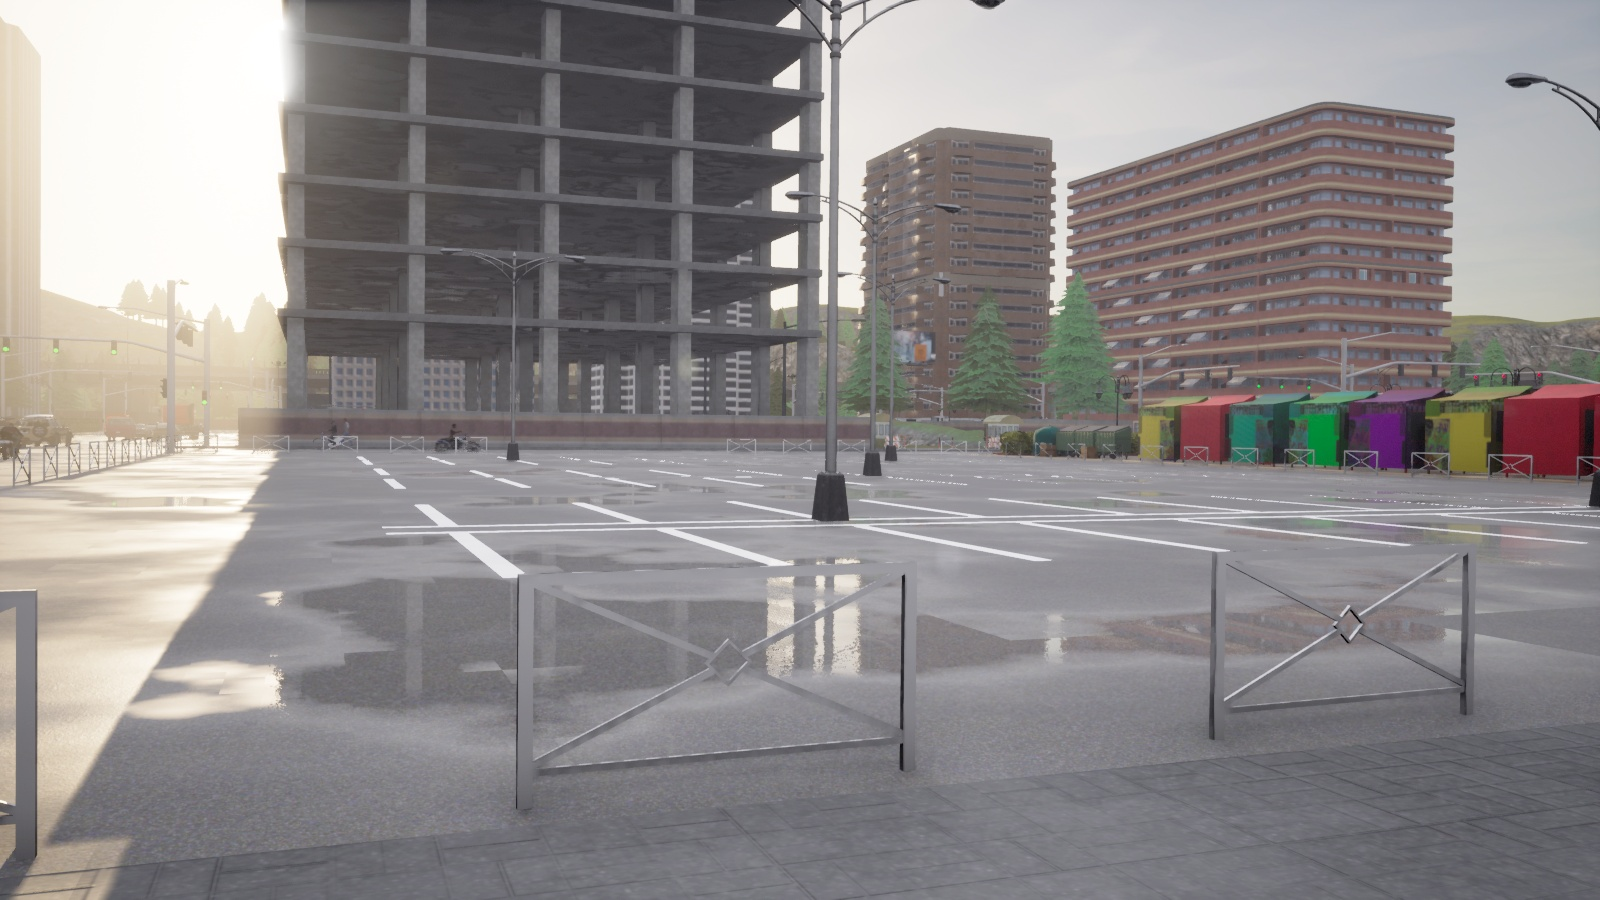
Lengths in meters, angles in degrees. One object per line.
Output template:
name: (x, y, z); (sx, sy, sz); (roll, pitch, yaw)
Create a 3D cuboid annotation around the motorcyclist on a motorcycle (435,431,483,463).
motorcyclist on a motorcycle: (-17.912, -0.188, 66.037); (2.350, 1.649, 0.766); (-1, 1, -21)

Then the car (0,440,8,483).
car: (-28.343, 0.420, 42.077); (2.163, 1.488, 4.792); (-1, 1, -21)

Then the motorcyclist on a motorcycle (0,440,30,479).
motorcyclist on a motorcycle: (-31.499, 0.357, 50.181); (0.866, 1.530, 2.191); (-1, 1, -21)

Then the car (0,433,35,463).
car: (-51.124, -0.155, 81.270); (1.932, 1.855, 4.605); (-1, 1, -21)

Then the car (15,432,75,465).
car: (-44.880, -0.115, 74.768); (1.932, 1.855, 4.605); (-1, 1, -17)
